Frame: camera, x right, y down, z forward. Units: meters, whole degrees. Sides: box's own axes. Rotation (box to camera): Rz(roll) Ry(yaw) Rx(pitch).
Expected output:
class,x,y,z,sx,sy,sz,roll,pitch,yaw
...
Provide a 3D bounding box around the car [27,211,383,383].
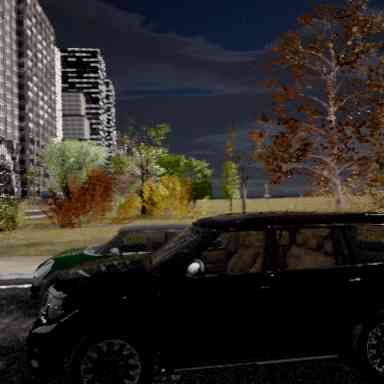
class,x,y,z,sx,sy,sz,roll,pitch,yaw
car,0.731,1.331,4.849,5.566,2.045,2.150,-1,-1,-7

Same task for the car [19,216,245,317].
class,x,y,z,sx,sy,sz,roll,pitch,yaw
car,-1.271,1.562,7.872,4.553,1.767,2.097,-1,-1,-7
